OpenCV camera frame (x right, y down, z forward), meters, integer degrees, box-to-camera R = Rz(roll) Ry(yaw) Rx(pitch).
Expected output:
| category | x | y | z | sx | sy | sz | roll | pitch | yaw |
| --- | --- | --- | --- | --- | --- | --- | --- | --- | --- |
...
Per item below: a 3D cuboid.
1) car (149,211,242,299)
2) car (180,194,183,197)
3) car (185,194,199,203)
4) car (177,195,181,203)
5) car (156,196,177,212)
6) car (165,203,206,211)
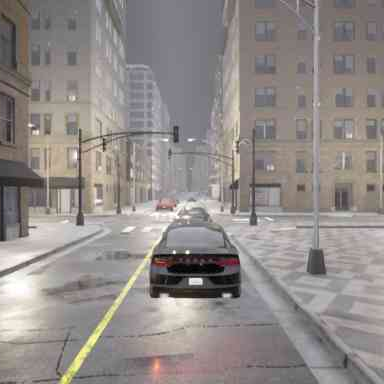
| category | x | y | z | sx | sy | sz | roll | pitch | yaw |
| --- | --- | --- | --- | --- | --- | --- | --- | --- | --- |
| car | 0.062 | 1.475 | 8.525 | 1.882 | 1.535 | 5.008 | 0 | 0 | 0 |
| car | -3.160 | 1.485 | 59.610 | 1.837 | 1.490 | 4.892 | 0 | 0 | 0 |
| car | -0.038 | 1.577 | 70.745 | 1.895 | 1.301 | 4.718 | 0 | 0 | 0 |
| car | -3.143 | 1.530 | 49.435 | 2.033 | 1.411 | 5.357 | 0 | 0 | 0 |
| car | -3.159 | 1.464 | 39.704 | 1.882 | 1.535 | 5.008 | 0 | 0 | -1 |
| car | 0.080 | 1.541 | 18.336 | 2.033 | 1.411 | 5.357 | 0 | 0 | 6 |
